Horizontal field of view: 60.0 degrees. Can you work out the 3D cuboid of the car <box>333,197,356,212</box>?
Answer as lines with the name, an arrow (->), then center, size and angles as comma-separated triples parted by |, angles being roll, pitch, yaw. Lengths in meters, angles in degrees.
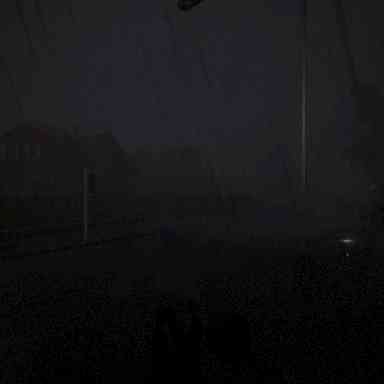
car -> 17.989, 1.352, 39.148 | 2.097, 1.767, 4.553 | 0, 0, 32

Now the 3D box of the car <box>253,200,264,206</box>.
car -> 7.350, 1.356, 46.532 | 5.357, 1.415, 2.033 | 0, 0, 34

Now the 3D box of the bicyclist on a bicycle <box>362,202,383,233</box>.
bicyclist on a bicycle -> 9.638, 1.349, 17.023 | 1.656, 1.620, 0.582 | 0, 0, 31
